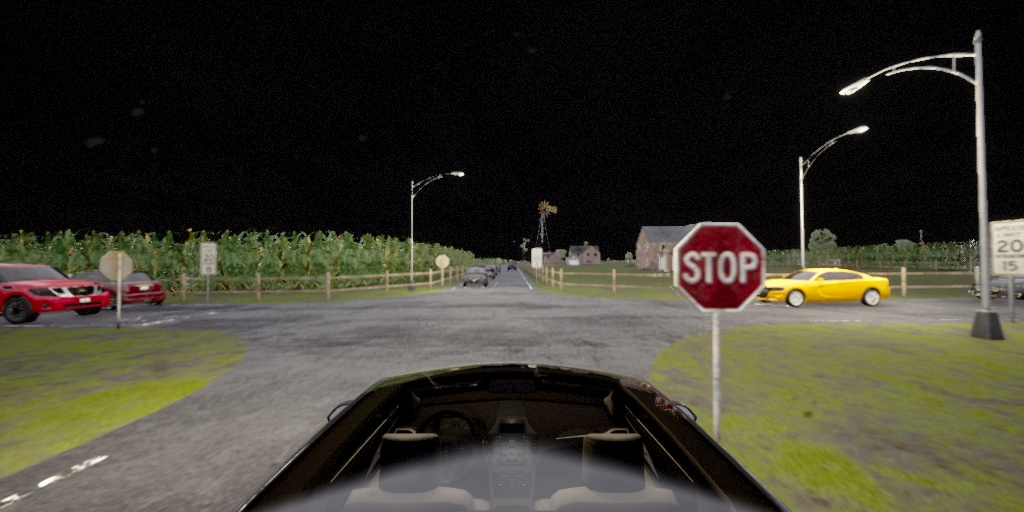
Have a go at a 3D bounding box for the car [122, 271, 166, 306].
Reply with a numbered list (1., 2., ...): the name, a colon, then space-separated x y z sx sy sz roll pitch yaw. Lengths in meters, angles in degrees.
1. car: -18.156 1.436 15.743 4.553 1.767 2.097 -1 -1 2

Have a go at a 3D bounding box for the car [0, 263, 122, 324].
1. car: -18.017 1.260 12.872 5.566 2.045 2.150 -1 -1 1

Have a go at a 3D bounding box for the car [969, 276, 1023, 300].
1. car: 22.467 1.216 15.118 4.892 1.490 1.837 -1 -1 1

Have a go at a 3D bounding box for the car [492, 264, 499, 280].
1. car: -2.821 1.794 38.490 1.994 1.385 4.181 0 -1 1

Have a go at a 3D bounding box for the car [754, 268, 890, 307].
1. car: 12.953 1.276 15.248 5.008 1.535 1.882 -1 -1 0

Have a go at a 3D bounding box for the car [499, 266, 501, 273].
1. car: -2.824 1.872 48.510 1.837 1.490 4.892 0 -1 0

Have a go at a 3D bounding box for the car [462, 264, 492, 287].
1. car: -2.812 1.601 28.535 1.837 1.490 4.892 0 -1 -1

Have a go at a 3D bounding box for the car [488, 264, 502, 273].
1. car: -2.753 2.054 58.737 2.033 1.411 5.357 0 -1 0
